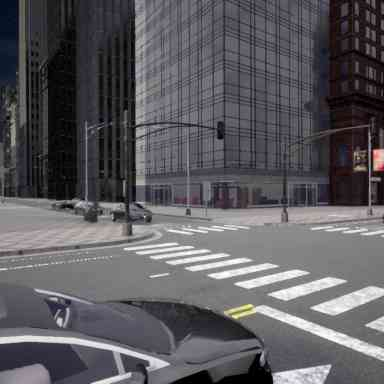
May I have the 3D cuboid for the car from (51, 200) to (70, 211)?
[{"bbox_3d":[-16.512,1.696,42.356,1.895,1.301,4.718,0,0,-35],"label":"car"}]

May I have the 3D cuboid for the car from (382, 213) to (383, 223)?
[{"bbox_3d":[14.785,1.357,22.382,4.553,1.767,2.097,0,0,-36],"label":"car"}]

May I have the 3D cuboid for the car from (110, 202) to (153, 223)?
[{"bbox_3d":[-4.776,1.554,25.778,1.837,1.490,4.892,0,0,-35],"label":"car"}]

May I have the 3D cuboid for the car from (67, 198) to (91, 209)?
[{"bbox_3d":[-16.104,1.592,47.299,1.837,1.490,4.892,0,0,-35],"label":"car"}]

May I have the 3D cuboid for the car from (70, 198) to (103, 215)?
[{"bbox_3d":[-10.683,1.597,34.121,1.812,1.442,4.674,0,0,-35],"label":"car"}]

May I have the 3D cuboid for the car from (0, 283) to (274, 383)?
[{"bbox_3d":[-1.464,1.491,2.395,4.902,1.511,2.128,0,0,-36],"label":"car"}]
